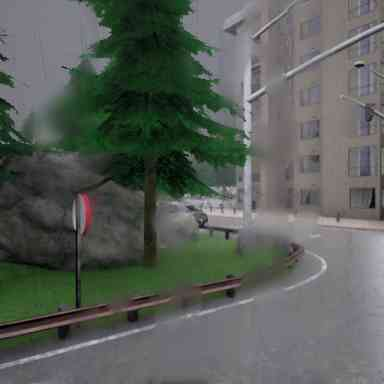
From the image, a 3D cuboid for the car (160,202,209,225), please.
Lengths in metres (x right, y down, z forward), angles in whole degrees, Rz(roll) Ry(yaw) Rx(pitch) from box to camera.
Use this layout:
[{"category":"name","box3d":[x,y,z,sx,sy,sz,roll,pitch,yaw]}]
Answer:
[{"category":"car","box3d":[-0.806,1.516,23.326,1.837,1.490,4.892,0,1,-36]}]
